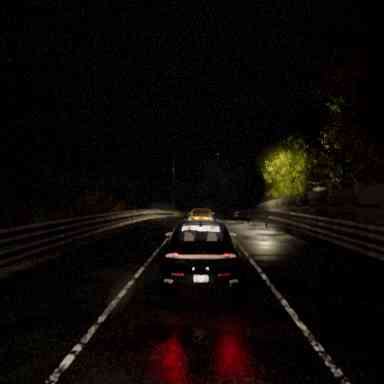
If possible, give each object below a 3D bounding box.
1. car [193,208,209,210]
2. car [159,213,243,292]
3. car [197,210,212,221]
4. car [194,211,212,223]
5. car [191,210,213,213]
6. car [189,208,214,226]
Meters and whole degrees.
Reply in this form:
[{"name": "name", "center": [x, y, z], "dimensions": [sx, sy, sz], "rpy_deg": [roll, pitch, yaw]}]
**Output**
[{"name": "car", "center": [0.680, 1.968, 24.582], "dimensions": [1.882, 1.535, 5.008], "rpy_deg": [0, -2, 2]}, {"name": "car", "center": [0.242, 1.558, 9.132], "dimensions": [2.128, 1.511, 4.902], "rpy_deg": [0, -1, 1]}, {"name": "car", "center": [1.756, 3.279, 46.187], "dimensions": [1.882, 1.535, 5.008], "rpy_deg": [0, -4, 4]}, {"name": "car", "center": [1.260, 2.744, 36.869], "dimensions": [1.895, 1.301, 4.718], "rpy_deg": [0, -4, 3]}, {"name": "car", "center": [0.496, 1.869, 18.392], "dimensions": [1.895, 1.301, 4.718], "rpy_deg": [0, -2, 2]}, {"name": "car", "center": [0.905, 2.281, 30.860], "dimensions": [2.128, 1.511, 4.902], "rpy_deg": [0, -3, 2]}]
